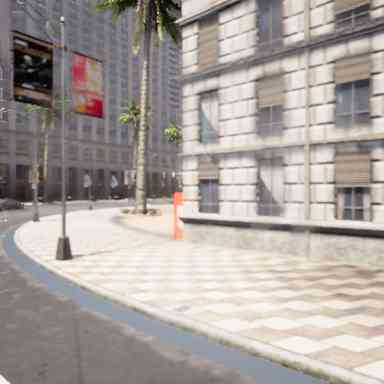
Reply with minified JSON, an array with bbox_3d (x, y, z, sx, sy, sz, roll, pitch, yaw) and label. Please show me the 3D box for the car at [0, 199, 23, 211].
[{"bbox_3d":[-22.303,1.525,39.692,1.994,1.385,4.181,0,0,15],"label":"car"}]
